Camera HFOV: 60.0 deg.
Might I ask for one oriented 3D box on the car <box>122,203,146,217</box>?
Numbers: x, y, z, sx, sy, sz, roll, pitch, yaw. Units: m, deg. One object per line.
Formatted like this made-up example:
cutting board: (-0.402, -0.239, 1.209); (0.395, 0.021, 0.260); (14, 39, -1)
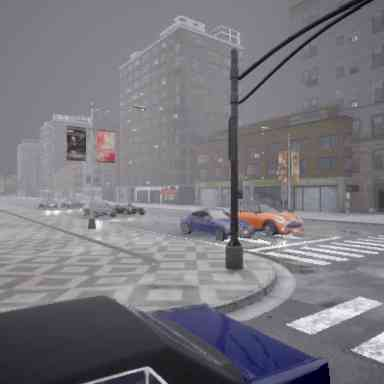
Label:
car: (-6.365, 1.710, 32.839); (1.895, 1.301, 4.718); (0, 0, -36)

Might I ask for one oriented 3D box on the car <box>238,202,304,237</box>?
car: (3.949, 1.395, 18.672); (2.097, 1.767, 4.553); (0, 0, -36)

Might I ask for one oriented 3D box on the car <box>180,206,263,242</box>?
car: (1.119, 1.570, 16.967); (1.812, 1.442, 4.674); (0, 0, -34)

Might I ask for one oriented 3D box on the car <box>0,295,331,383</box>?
car: (-1.253, 1.601, 2.190); (4.718, 1.301, 1.895); (0, 0, -34)

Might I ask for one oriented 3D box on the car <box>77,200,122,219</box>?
car: (-8.502, 1.613, 30.254); (1.837, 1.490, 4.892); (0, -1, -36)

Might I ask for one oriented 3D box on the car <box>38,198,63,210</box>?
car: (-20.053, 1.655, 46.274); (2.128, 1.511, 4.902); (0, 0, -36)

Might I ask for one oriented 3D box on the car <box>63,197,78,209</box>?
car: (-17.513, 1.551, 48.309); (2.097, 1.767, 4.553); (0, 0, -36)
